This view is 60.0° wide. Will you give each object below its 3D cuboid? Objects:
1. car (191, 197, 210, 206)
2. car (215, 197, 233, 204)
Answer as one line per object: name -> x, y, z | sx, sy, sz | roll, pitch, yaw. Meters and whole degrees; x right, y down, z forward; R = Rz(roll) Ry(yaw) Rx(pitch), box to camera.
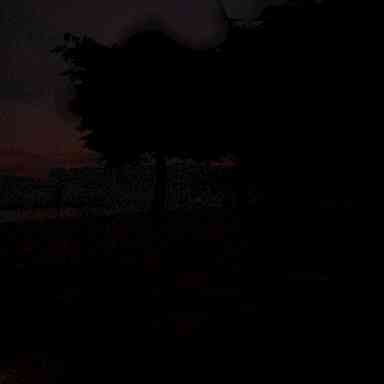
car -> 1.527, 1.642, 57.973 | 1.812, 1.442, 4.674 | 3, 1, 31
car -> 6.388, 1.683, 66.319 | 2.033, 1.411, 5.357 | 2, 1, 29
